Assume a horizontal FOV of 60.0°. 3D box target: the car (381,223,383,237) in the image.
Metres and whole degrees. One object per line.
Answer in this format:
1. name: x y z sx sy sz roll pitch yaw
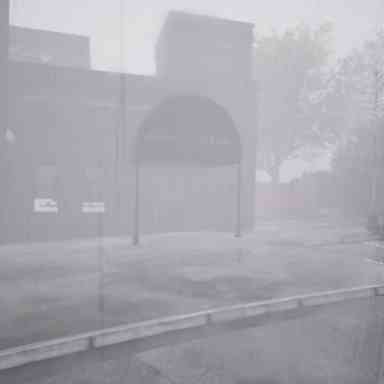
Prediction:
1. car: 8.971 1.221 11.461 2.231 1.521 4.892 -2 1 -18
